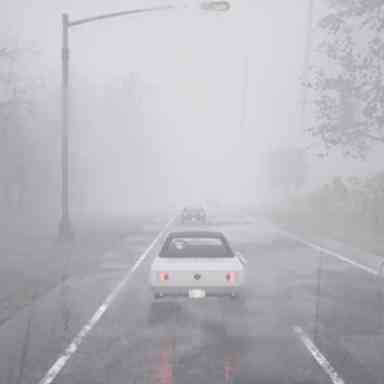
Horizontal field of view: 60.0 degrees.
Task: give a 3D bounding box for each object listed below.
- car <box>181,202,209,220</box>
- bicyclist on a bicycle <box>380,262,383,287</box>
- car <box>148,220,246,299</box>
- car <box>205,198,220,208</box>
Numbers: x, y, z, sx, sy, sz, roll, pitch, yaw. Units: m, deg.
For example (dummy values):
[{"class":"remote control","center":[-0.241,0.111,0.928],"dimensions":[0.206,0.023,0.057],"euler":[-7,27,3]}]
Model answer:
[{"class":"car","center":[0.110,1.748,26.628],"dimensions":[1.895,1.301,4.718],"euler":[0,0,0]},{"class":"bicyclist on a bicycle","center":[4.469,1.410,7.005],"dimensions":[0.659,1.776,1.843],"euler":[0,0,0]},{"class":"car","center":[0.101,1.648,8.524],"dimensions":[1.895,1.301,4.718],"euler":[0,0,0]},{"class":"car","center":[3.625,1.873,55.569],"dimensions":[1.994,1.385,4.181],"euler":[0,0,0]}]
